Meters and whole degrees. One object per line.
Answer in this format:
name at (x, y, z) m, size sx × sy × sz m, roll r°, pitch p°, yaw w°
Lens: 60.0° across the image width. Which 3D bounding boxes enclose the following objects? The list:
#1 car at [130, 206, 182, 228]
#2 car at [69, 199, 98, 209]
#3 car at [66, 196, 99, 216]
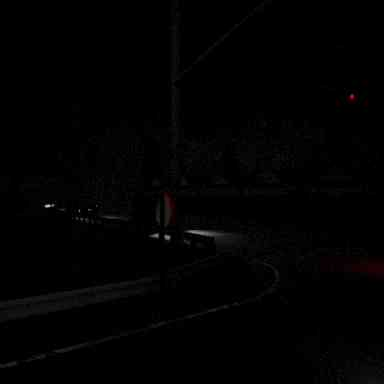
car at (-2.497, 1.698, 22.160) m, size 1.837 × 1.490 × 4.892 m, roll 0°, pitch -1°, yaw -35°
car at (-16.417, 1.779, 50.572) m, size 1.895 × 1.301 × 4.718 m, roll 0°, pitch 0°, yaw 18°
car at (-11.717, 1.411, 35.253) m, size 2.150 × 2.045 × 5.566 m, roll 0°, pitch 0°, yaw -35°
